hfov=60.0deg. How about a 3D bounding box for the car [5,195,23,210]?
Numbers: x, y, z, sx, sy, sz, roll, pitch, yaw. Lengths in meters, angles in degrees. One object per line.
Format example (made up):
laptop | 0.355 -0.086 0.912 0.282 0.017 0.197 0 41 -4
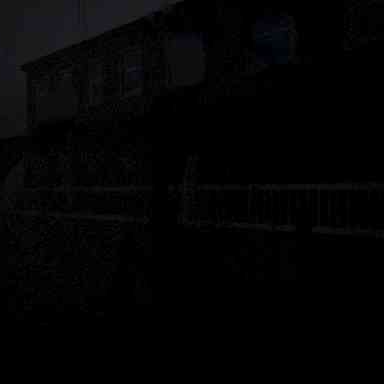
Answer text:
car | -15.397 1.057 27.943 1.994 1.385 4.181 0 14 34
